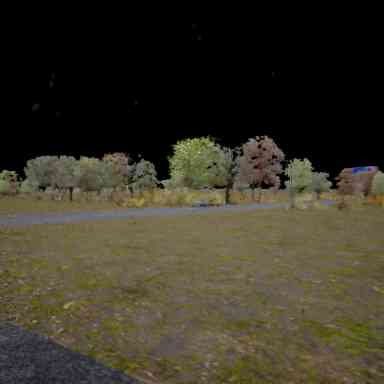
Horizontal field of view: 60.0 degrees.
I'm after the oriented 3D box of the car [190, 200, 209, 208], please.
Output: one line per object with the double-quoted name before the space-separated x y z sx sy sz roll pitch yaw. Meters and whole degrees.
"car" 1.491 2.397 65.743 1.837 1.490 4.892 0 1 36
